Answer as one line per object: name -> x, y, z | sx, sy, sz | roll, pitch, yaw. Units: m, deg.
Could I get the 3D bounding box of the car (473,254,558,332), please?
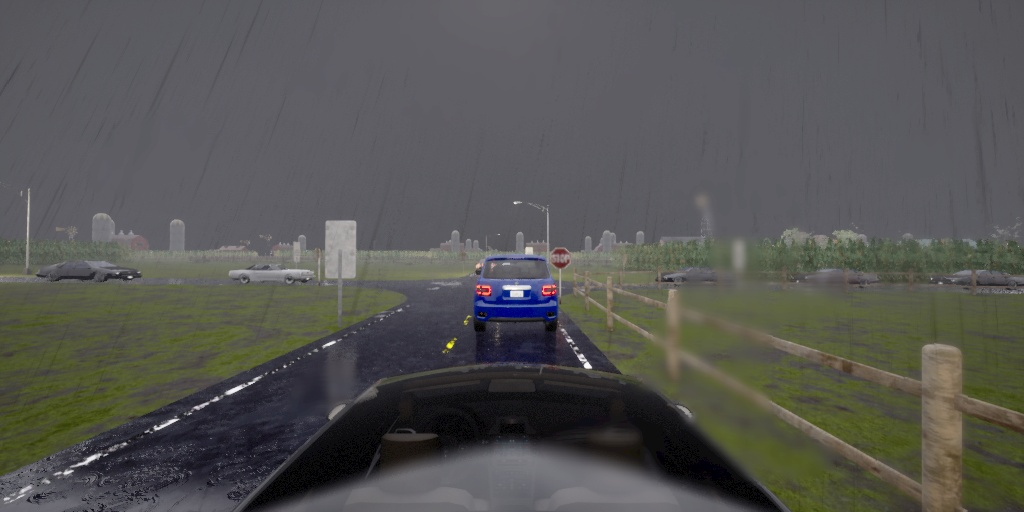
car -> 0.057, 0.973, 11.010 | 2.150, 2.045, 5.566 | 0, 0, -1

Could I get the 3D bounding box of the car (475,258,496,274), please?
car -> -2.925, 1.090, 40.656 | 2.097, 1.767, 4.553 | 0, 0, 0

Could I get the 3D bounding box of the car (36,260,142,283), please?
car -> -27.936, 0.990, 23.750 | 5.357, 1.411, 2.033 | 1, -1, 0

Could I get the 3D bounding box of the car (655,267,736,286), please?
car -> 13.569, 1.488, 26.621 | 5.357, 1.411, 2.033 | 1, -1, -1

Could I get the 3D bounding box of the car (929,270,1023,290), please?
car -> 34.555, 1.739, 26.604 | 5.357, 1.411, 2.033 | 1, -1, 0

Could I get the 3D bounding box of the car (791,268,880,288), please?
car -> 23.979, 1.611, 26.625 | 5.357, 1.411, 2.033 | 1, -1, 0

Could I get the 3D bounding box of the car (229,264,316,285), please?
car -> -15.715, 1.171, 23.733 | 4.718, 1.301, 1.895 | 1, -1, 0
